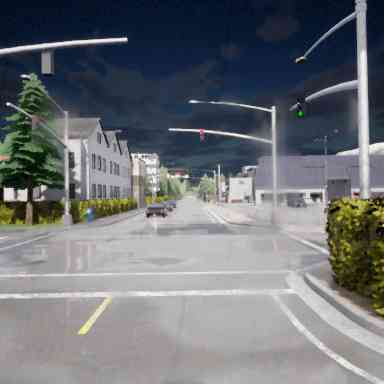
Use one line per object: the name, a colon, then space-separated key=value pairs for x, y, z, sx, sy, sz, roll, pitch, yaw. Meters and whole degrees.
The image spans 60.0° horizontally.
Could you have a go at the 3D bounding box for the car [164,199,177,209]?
car: x=-3.522 y=1.994 z=55.372 sx=1.837 sy=1.490 sz=4.892 roll=-1 pitch=0 yaw=0

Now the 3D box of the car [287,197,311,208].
car: x=15.444 y=1.628 z=49.122 sx=2.007 sy=1.523 sz=4.514 roll=-1 pitch=-1 yaw=0

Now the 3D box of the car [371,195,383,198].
car: x=19.128 y=1.182 z=31.253 sx=1.905 sy=1.878 sz=3.866 roll=-1 pitch=-1 yaw=0

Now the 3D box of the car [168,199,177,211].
car: x=-3.572 y=1.884 z=44.863 sx=2.128 sy=1.511 sz=4.902 roll=-1 pitch=-1 yaw=0

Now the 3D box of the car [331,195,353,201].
car: x=25.507 y=1.397 z=56.516 sx=2.152 sy=1.636 sz=5.027 roll=-1 pitch=-1 yaw=0

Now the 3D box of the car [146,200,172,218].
car: x=-3.588 y=1.844 z=34.567 sx=2.033 sy=1.411 sz=5.357 roll=-1 pitch=-1 yaw=0

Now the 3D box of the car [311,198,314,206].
car: x=19.092 y=1.572 z=56.179 sx=1.970 sy=1.475 sz=3.806 roll=-1 pitch=-1 yaw=0
